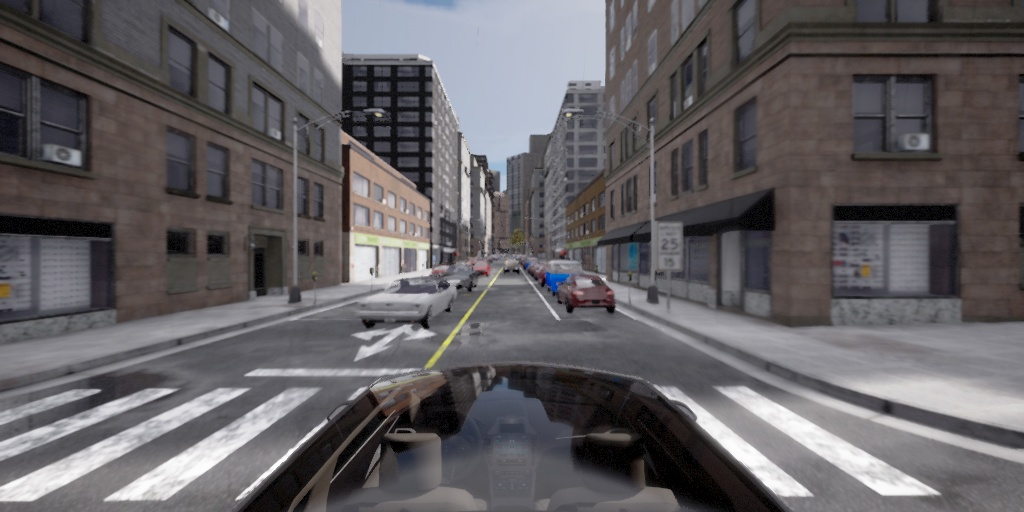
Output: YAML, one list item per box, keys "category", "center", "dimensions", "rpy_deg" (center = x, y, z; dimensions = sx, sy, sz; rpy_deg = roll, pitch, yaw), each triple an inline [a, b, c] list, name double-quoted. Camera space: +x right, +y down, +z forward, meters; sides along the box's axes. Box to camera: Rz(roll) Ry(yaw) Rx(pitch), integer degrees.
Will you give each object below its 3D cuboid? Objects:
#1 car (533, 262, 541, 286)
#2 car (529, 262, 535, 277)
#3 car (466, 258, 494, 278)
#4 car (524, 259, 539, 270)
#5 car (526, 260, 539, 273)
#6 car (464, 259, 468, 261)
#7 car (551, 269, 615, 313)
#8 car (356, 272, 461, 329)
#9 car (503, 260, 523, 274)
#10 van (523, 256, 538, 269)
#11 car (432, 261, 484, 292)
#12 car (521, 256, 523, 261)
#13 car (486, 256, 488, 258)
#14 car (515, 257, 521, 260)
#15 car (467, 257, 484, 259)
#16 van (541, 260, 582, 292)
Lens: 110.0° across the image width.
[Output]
- category: "car"
  center: [2.726, 1.344, 24.927]
  dimensions: [1.888, 1.381, 4.507]
  rpy_deg: [0, 0, 0]
- category: "car"
  center: [2.717, 1.389, 30.484]
  dimensions: [1.802, 1.307, 4.207]
  rpy_deg: [0, 0, 0]
- category: "car"
  center: [-3.136, 1.288, 35.668]
  dimensions: [1.882, 1.535, 5.008]
  rpy_deg: [0, 0, 0]
- category: "car"
  center: [2.698, 1.383, 41.592]
  dimensions: [1.802, 1.307, 4.207]
  rpy_deg: [0, 0, 0]
- category: "car"
  center: [2.707, 1.390, 36.036]
  dimensions: [1.802, 1.307, 4.207]
  rpy_deg: [0, 0, 0]
- category: "car"
  center: [-5.827, 1.355, 41.581]
  dimensions: [2.007, 1.370, 4.403]
  rpy_deg: [0, 0, 0]
- category: "car"
  center: [2.744, 1.357, 13.824]
  dimensions: [1.802, 1.307, 4.207]
  rpy_deg: [0, 0, 0]
- category: "car"
  center: [-3.108, 1.373, 11.567]
  dimensions: [1.895, 1.301, 4.718]
  rpy_deg: [0, 0, 2]
- category: "car"
  center: [-0.065, 1.403, 41.850]
  dimensions: [1.895, 1.301, 4.718]
  rpy_deg: [0, 0, 0]
- category: "van"
  center: [2.689, 1.131, 47.144]
  dimensions: [1.690, 1.789, 3.998]
  rpy_deg: [0, 0, 0]
- category: "car"
  center: [-3.124, 1.285, 21.730]
  dimensions: [2.128, 1.511, 4.902]
  rpy_deg: [0, 0, 0]
- category: "car"
  center: [2.680, 1.094, 52.695]
  dimensions: [2.192, 1.841, 5.009]
  rpy_deg: [0, 0, 0]
- category: "car"
  center: [-5.864, 1.075, 63.790]
  dimensions: [2.192, 1.841, 5.009]
  rpy_deg: [0, 0, 0]
- category: "car"
  center: [-0.078, 1.258, 52.433]
  dimensions: [1.882, 1.535, 5.008]
  rpy_deg: [0, 0, 0]
- category: "car"
  center: [-5.846, 1.097, 52.685]
  dimensions: [2.192, 1.841, 5.009]
  rpy_deg: [0, 0, 0]
- category: "van"
  center: [2.735, 1.128, 19.376]
  dimensions: [1.690, 1.789, 3.998]
  rpy_deg: [0, 0, 0]
